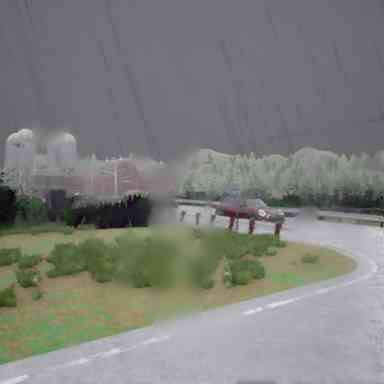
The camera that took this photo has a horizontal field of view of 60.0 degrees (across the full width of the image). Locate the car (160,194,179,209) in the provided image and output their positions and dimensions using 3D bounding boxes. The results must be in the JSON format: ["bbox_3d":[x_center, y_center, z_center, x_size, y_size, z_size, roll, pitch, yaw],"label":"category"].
[{"bbox_3d":[-3.220,0.906,30.259,2.033,1.411,5.357,0,2,-34],"label":"car"}]

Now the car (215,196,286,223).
[{"bbox_3d":[3.459,1.104,20.226,2.097,1.767,4.553,0,2,-34],"label":"car"}]
